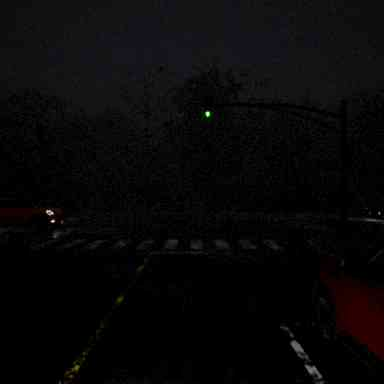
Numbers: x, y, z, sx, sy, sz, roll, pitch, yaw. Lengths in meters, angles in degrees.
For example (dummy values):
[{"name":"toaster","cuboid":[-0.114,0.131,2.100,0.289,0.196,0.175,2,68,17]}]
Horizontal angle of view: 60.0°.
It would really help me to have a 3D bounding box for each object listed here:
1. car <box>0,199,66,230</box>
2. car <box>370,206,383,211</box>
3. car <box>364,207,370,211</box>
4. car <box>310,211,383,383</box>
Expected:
[{"name":"car","cuboid":[-9.879,1.193,19.615,4.553,1.767,2.097,0,-1,1]},{"name":"car","cuboid":[16.890,1.409,25.675,4.892,1.490,1.837,0,-1,1]},{"name":"car","cuboid":[17.679,1.534,28.909,4.718,1.301,1.895,0,-1,1]},{"name":"car","cuboid":[2.846,1.303,3.183,2.192,1.841,5.009,1,0,0]}]
